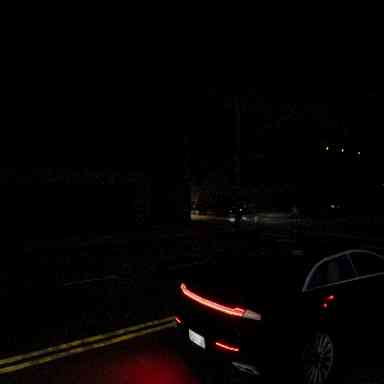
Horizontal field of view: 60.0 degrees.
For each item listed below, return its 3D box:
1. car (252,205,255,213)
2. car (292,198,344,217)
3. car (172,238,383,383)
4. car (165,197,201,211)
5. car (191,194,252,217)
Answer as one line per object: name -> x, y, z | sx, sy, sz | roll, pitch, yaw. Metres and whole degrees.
car -> 4.325, 1.478, 34.869 | 1.882, 1.535, 5.008 | 0, 0, -37
car -> 11.720, 1.352, 31.220 | 2.097, 1.767, 4.553 | 0, 0, -37
car -> 2.031, 1.492, 5.279 | 4.902, 1.511, 2.128 | 0, 0, -35
car -> -1.215, 1.492, 42.289 | 2.128, 1.511, 4.902 | 0, 0, -37
car -> 2.607, 1.221, 31.326 | 2.150, 2.045, 5.566 | 0, 0, -36
